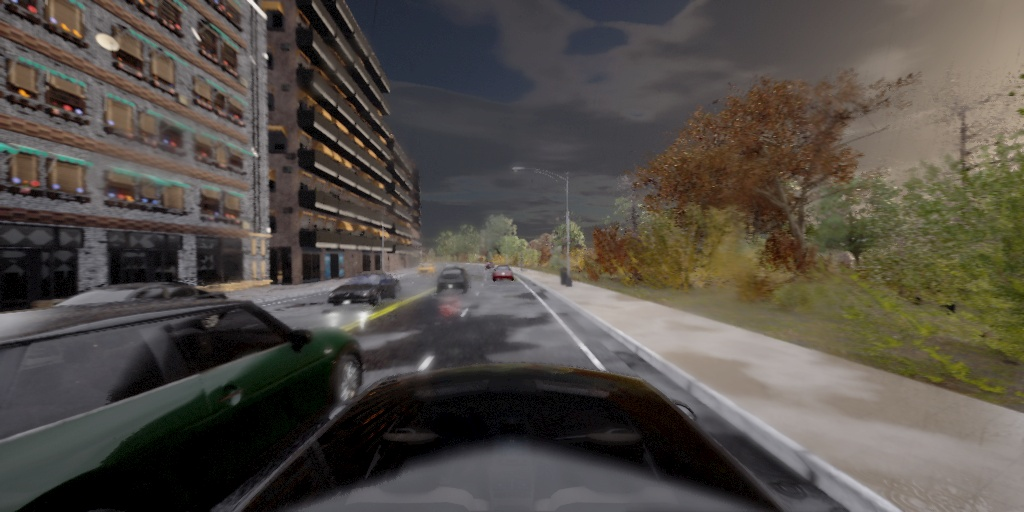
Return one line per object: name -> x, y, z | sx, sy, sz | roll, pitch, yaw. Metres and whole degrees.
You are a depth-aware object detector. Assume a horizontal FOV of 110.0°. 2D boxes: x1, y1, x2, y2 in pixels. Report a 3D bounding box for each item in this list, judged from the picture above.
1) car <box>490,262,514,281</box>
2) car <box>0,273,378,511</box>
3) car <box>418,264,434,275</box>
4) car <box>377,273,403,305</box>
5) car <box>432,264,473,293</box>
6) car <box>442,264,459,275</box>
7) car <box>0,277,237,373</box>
car -> -0.894, 1.607, 34.697 | 1.994, 1.385, 4.181 | -1, 0, -3
car -> -3.177, 1.168, 3.330 | 2.097, 1.767, 4.553 | -1, -1, 0
car -> -11.834, 1.829, 50.028 | 1.882, 1.535, 5.008 | -1, 0, -4
car -> -6.825, 1.545, 17.354 | 2.033, 1.411, 5.357 | -1, -1, -1
car -> -3.618, 1.498, 22.991 | 1.837, 1.490, 4.892 | -1, 0, -2
car -> -8.601, 1.825, 50.387 | 1.812, 1.442, 4.674 | -1, 0, -4
car -> -9.933, 1.458, 9.257 | 1.882, 1.535, 5.008 | -1, -1, -1
